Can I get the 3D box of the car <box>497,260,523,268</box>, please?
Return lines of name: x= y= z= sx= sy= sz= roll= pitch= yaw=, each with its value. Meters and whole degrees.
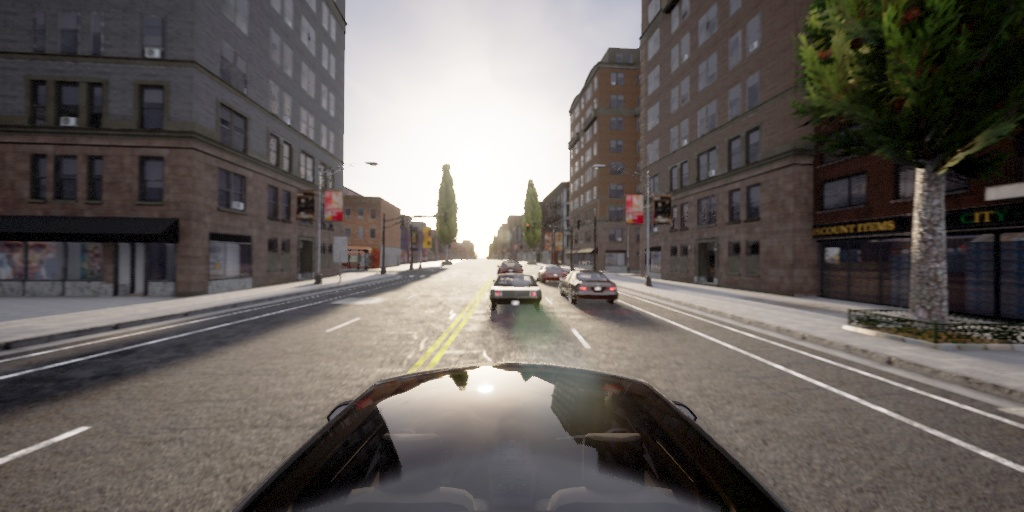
car: x=-0.167 y=1.132 z=29.266 sx=2.097 sy=1.767 sz=4.553 roll=0 pitch=0 yaw=-2

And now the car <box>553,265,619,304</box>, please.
car: x=3.359 y=1.339 z=16.599 sx=2.033 sy=1.411 sz=5.357 roll=0 pitch=0 yaw=-1

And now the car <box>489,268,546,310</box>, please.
car: x=0.120 y=1.364 z=14.795 sx=1.895 sy=1.301 sz=4.718 roll=0 pitch=0 yaw=0

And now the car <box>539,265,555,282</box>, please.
car: x=3.135 y=1.370 z=28.325 sx=1.994 sy=1.385 sz=4.181 roll=0 pitch=0 yaw=-2
